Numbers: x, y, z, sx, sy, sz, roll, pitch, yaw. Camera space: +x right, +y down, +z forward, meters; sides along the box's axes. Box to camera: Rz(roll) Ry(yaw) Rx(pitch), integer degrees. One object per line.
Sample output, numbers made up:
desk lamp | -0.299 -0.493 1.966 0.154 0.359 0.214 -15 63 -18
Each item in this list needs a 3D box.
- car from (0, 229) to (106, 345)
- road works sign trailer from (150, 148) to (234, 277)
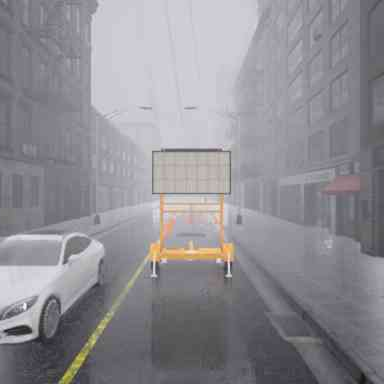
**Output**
car | -3.008 1.529 6.550 1.812 1.442 4.674 0 0 0
road works sign trailer | -0.013 0.471 10.254 2.380 3.560 2.880 0 0 0
